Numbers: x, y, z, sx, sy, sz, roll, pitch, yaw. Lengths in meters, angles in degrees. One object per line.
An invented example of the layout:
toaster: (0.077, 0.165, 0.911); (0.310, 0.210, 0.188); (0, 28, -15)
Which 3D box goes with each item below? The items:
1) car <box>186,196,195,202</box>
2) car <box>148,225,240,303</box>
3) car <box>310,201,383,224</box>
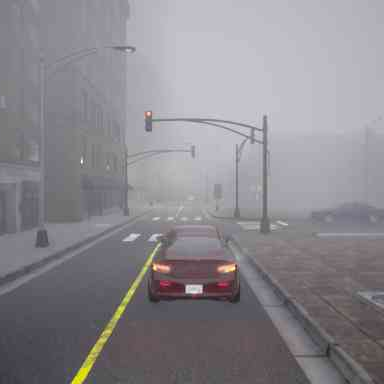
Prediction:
car: (-0.248, 1.567, 76.077); (1.812, 1.442, 4.674); (0, 0, 0)
car: (0.063, 1.526, 8.101); (1.812, 1.442, 4.674); (0, 0, 1)
car: (11.047, 1.432, 23.827); (5.008, 1.535, 1.882); (0, 0, 0)
